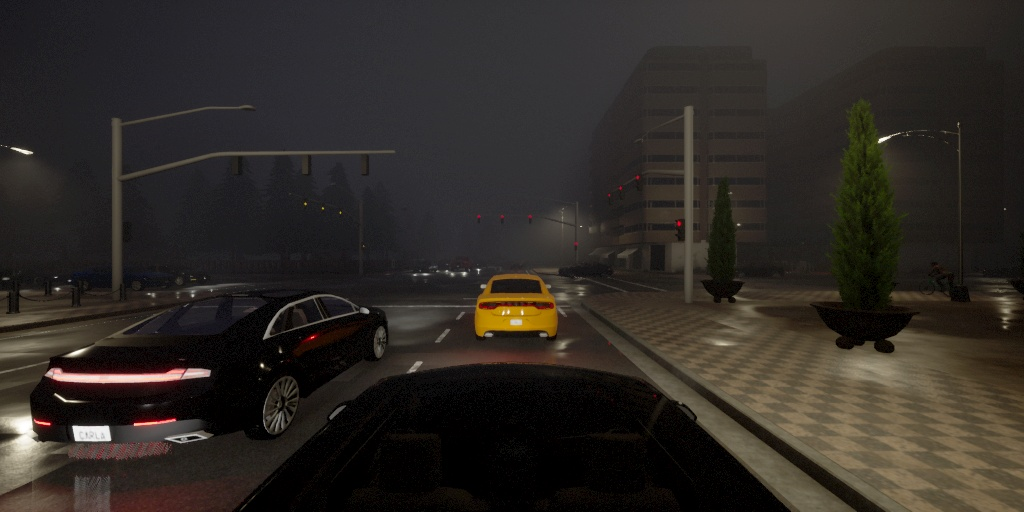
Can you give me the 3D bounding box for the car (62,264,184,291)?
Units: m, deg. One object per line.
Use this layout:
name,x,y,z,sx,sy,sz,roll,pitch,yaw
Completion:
car,-23.431,1.283,21.731,5.008,1.535,1.882,0,0,0

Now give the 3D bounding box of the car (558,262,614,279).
car,6.680,1.292,32.511,4.902,1.511,2.128,0,0,0

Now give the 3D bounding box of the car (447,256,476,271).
car,-6.709,0.971,48.428,2.150,2.045,5.566,0,0,4

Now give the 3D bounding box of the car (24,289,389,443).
car,-3.423,1.242,5.364,2.128,1.511,4.902,0,0,1

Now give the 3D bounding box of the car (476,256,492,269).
car,-5.319,1.255,58.541,1.837,1.490,4.892,0,0,15

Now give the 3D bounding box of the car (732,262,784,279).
car,21.828,1.283,32.548,5.008,1.535,1.882,0,0,0

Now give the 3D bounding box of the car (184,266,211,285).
car,-24.015,1.310,25.241,4.892,1.490,1.837,0,0,1

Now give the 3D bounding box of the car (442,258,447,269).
car,-9.750,1.102,52.916,2.097,1.767,4.553,0,0,7

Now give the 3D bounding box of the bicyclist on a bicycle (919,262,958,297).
bicyclist on a bicycle,20.288,1.106,17.061,0.582,1.620,1.656,0,0,0

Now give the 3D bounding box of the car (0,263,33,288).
car,-33.366,1.027,21.707,5.566,2.045,2.150,0,0,0

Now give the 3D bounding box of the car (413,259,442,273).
car,-10.400,1.297,43.601,2.033,1.411,5.357,0,0,2

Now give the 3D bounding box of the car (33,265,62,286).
car,-33.757,1.353,25.204,5.357,1.411,2.033,0,0,0

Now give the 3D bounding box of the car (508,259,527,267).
car,1.116,1.351,55.164,1.895,1.301,4.718,0,0,11

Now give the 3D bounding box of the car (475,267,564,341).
car,0.107,1.228,9.946,1.882,1.535,5.008,0,0,0

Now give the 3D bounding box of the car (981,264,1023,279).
car,46.006,1.406,32.540,4.718,1.301,1.895,0,0,0
